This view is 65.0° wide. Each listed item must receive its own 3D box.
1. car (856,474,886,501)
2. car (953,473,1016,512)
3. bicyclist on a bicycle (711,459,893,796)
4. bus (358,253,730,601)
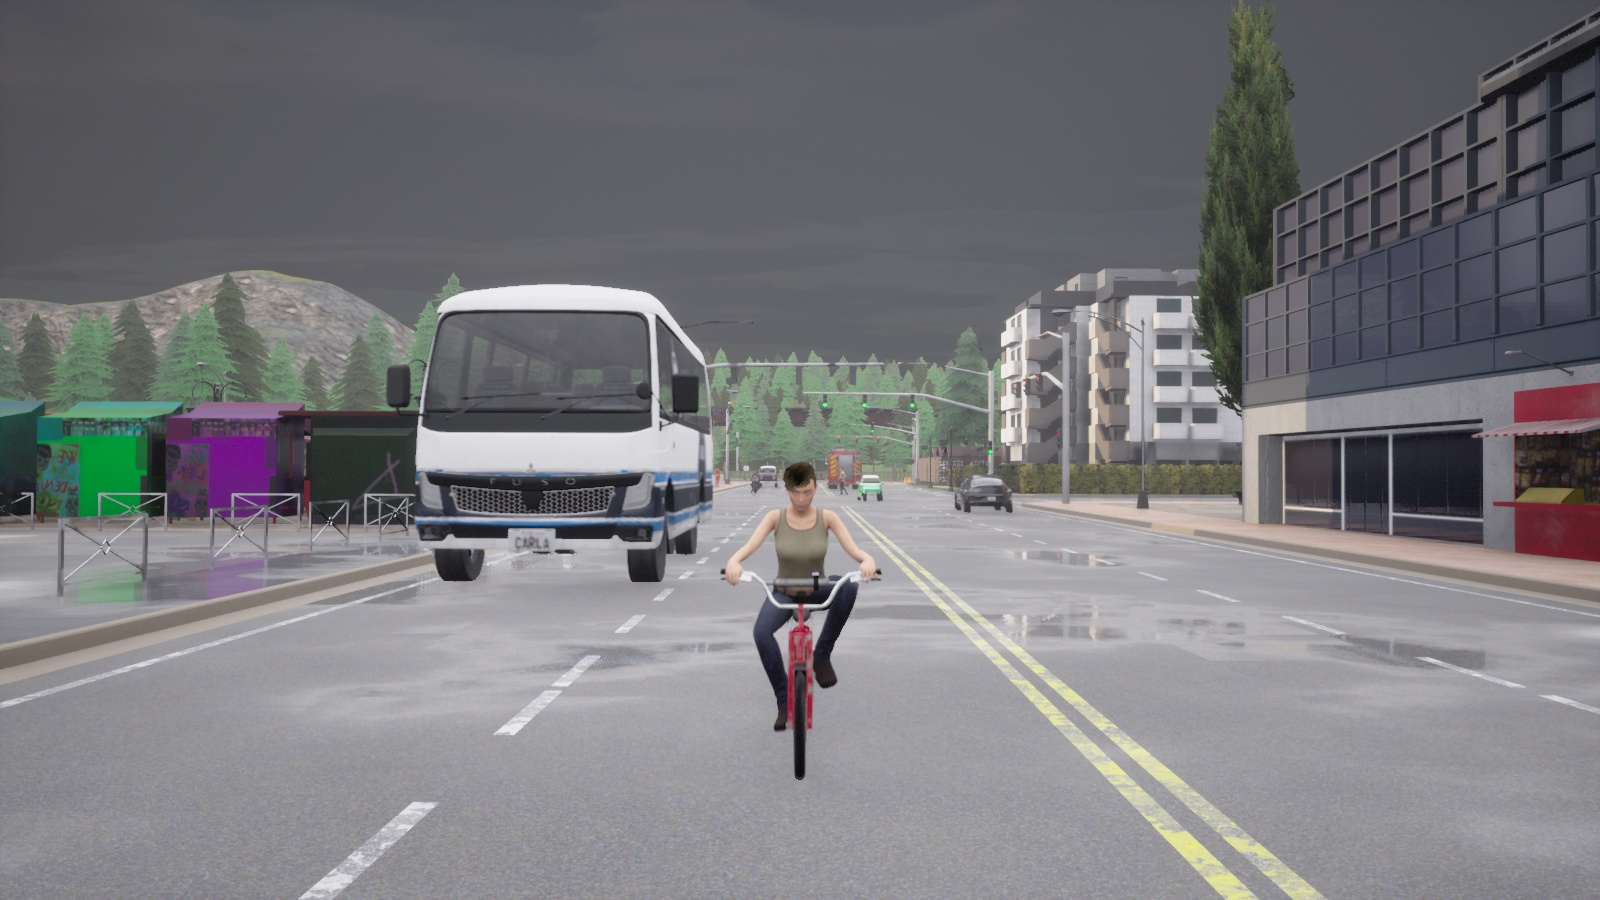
[{"bbox_3d":[3.774,1.975,66.893,1.481,1.376,2.207,0,-1,0],"label":"car"},{"bbox_3d":[7.198,1.640,49.438,1.812,1.442,4.674,0,-1,0],"label":"car"},{"bbox_3d":[0.012,0.865,6.795,0.866,1.612,1.509,0,-1,0],"label":"bicyclist on a bicycle"},{"bbox_3d":[-3.433,-0.204,20.545,3.944,4.253,10.273,0,-1,0],"label":"bus"}]
